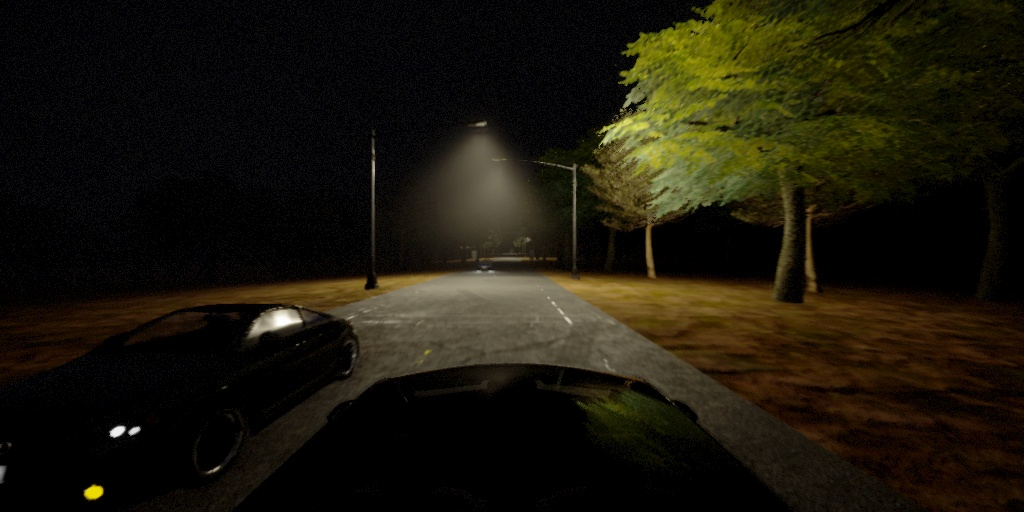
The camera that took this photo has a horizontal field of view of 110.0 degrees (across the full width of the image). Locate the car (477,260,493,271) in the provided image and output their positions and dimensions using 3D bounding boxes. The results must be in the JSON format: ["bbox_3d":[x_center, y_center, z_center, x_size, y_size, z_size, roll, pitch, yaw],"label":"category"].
[{"bbox_3d":[-3.535,1.275,48.234,1.812,1.442,4.674,0,0,1],"label":"car"}]

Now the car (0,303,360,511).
[{"bbox_3d":[-3.593,1.315,4.445,1.994,1.385,4.181,0,0,0],"label":"car"}]
